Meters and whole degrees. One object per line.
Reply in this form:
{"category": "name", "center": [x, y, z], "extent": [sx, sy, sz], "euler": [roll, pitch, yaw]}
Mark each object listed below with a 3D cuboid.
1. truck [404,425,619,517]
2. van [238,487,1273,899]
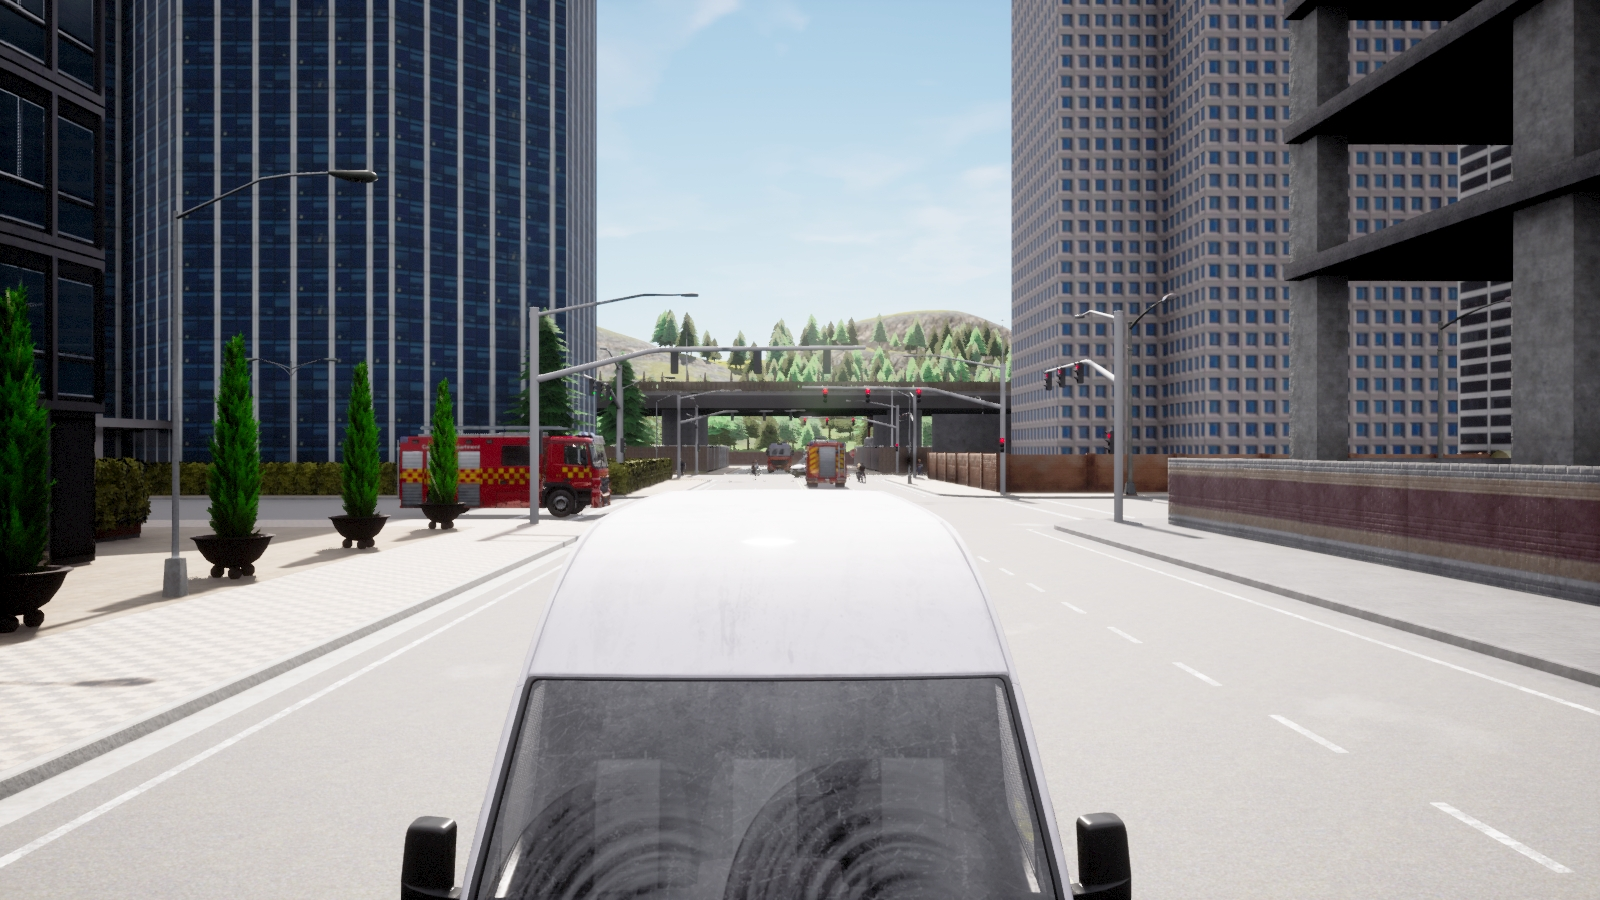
{"category": "truck", "center": [-12.239, 0.890, 48.946], "extent": [8.468, 3.827, 2.891], "euler": [0, 0, 0]}
{"category": "van", "center": [-0.128, 1.535, 5.152], "extent": [1.988, 2.561, 5.915], "euler": [0, 0, -1]}
